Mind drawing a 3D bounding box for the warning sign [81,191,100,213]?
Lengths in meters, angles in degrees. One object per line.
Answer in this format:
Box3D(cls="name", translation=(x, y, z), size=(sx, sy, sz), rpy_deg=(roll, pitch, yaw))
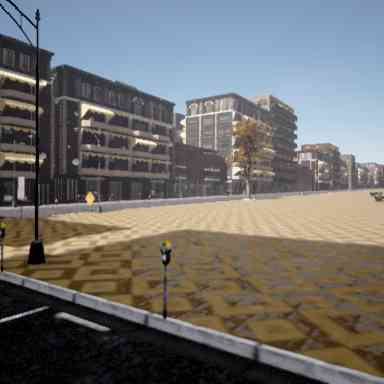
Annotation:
Box3D(cls="warning sign", translation=(-8.813, 0.848, 28.884), size=(1.300, 1.860, 1.060), rpy_deg=(-1, 0, 35))
